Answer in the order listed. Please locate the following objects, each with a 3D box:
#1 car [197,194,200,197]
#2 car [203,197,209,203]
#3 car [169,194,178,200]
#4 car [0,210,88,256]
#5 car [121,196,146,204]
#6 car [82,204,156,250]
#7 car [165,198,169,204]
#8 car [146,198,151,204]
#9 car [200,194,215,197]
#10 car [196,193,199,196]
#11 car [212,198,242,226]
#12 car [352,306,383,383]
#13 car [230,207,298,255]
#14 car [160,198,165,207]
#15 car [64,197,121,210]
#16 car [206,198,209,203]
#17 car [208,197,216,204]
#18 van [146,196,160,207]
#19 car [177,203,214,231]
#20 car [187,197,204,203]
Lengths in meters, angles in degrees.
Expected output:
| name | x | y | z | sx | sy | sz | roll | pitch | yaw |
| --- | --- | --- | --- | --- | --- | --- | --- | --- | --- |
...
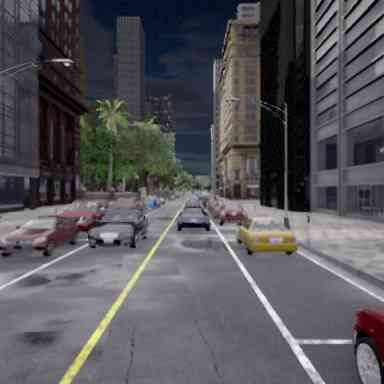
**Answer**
| name | x | y | z | sx | sy | sz | roll | pitch | yaw |
| --- | --- | --- | --- | --- | --- | --- | --- | --- | --- |
| car | 2.784 | 1.729 | 88.325 | 1.947 | 1.339 | 4.313 | 0 | 0 | 0 |
| car | 2.770 | 1.626 | 40.187 | 2.008 | 1.369 | 4.403 | 0 | 0 | 0 |
| car | -5.740 | 1.723 | 93.768 | 2.008 | 1.369 | 4.403 | 0 | 0 | 0 |
| car | -5.762 | 1.604 | 13.074 | 1.802 | 1.307 | 4.206 | 0 | 0 | 0 |
| car | -5.759 | 1.368 | 29.352 | 2.192 | 1.841 | 5.009 | 0 | 0 | 0 |
| car | -3.037 | 1.516 | 14.616 | 2.128 | 1.511 | 4.902 | 0 | 0 | 0 |
| car | -5.749 | 1.702 | 61.909 | 1.802 | 1.307 | 4.206 | 0 | 0 | 0 |
| car | -5.757 | 1.609 | 34.777 | 1.887 | 1.381 | 4.507 | 0 | 0 | 0 |
| car | 2.772 | 1.414 | 51.038 | 2.192 | 1.841 | 5.009 | 0 | 0 | 0 |
| car | 2.785 | 1.737 | 93.745 | 1.947 | 1.339 | 4.313 | 0 | 0 | 0 |
| car | 2.765 | 1.481 | 23.913 | 1.967 | 1.590 | 4.097 | 0 | 0 | 0 |
| car | 2.760 | 1.548 | 2.213 | 1.887 | 1.381 | 4.507 | 0 | 0 | 0 |
| car | 2.763 | 1.547 | 13.233 | 1.752 | 1.417 | 4.829 | 0 | 0 | 0 |
| car | -5.753 | 1.539 | 51.056 | 1.967 | 1.590 | 4.097 | 0 | 0 | 0 |
| car | -5.762 | 1.346 | 18.500 | 2.192 | 1.841 | 5.009 | 0 | 0 | 0 |
| car | 2.767 | 1.608 | 34.763 | 1.887 | 1.381 | 4.507 | 0 | 0 | 0 |
| car | 2.766 | 1.492 | 29.338 | 1.967 | 1.590 | 4.097 | 0 | 0 | 0 |
| van | -5.755 | 1.429 | 45.630 | 1.690 | 1.788 | 3.998 | 0 | 0 | 0 |
| car | 0.100 | 1.600 | 21.091 | 1.994 | 1.385 | 4.181 | 0 | 0 | 0 |
| car | 0.112 | 1.625 | 41.027 | 2.033 | 1.411 | 5.357 | 0 | 0 | 0 |
